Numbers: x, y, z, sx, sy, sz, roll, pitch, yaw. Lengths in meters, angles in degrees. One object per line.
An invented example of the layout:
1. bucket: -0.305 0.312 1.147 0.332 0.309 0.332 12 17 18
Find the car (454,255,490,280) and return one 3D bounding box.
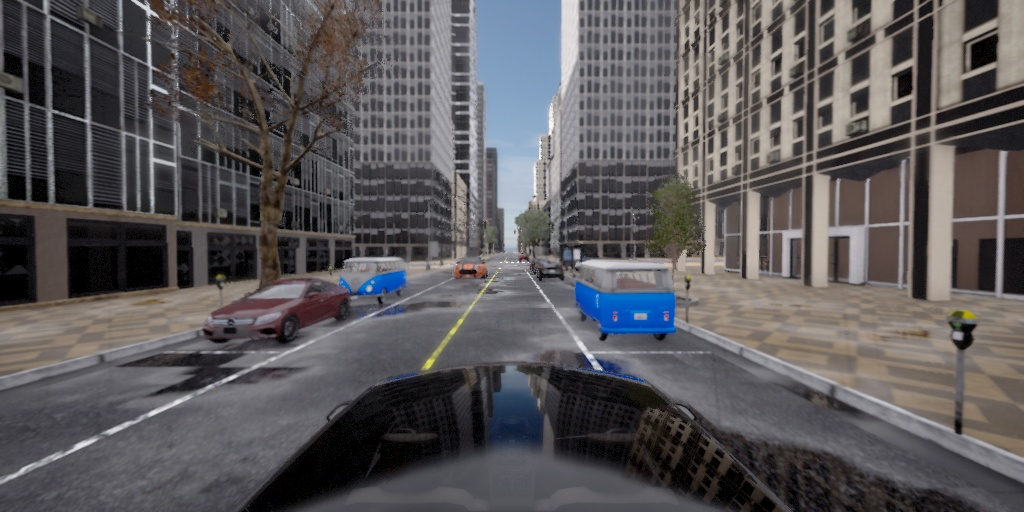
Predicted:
1. car: -3.094 0.816 27.402 2.097 1.767 4.553 0 1 0

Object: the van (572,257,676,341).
1. van: 2.689 1.007 9.339 1.690 1.789 3.998 0 0 0

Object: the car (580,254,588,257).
1. car: 10.224 0.394 54.121 5.357 1.411 2.033 -1 1 -1

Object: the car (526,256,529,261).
1. car: 2.820 0.913 37.756 1.948 1.339 4.313 0 0 0

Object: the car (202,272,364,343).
1. car: -5.691 1.248 9.339 1.802 1.307 4.207 0 0 0

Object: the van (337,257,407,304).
1. van: -5.691 0.944 15.023 1.690 1.789 3.998 0 0 0

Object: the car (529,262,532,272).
1. car: 2.802 0.994 32.070 1.802 1.307 4.207 0 0 0

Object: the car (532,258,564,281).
1. car: 2.743 1.042 26.387 1.948 1.339 4.313 0 0 0
